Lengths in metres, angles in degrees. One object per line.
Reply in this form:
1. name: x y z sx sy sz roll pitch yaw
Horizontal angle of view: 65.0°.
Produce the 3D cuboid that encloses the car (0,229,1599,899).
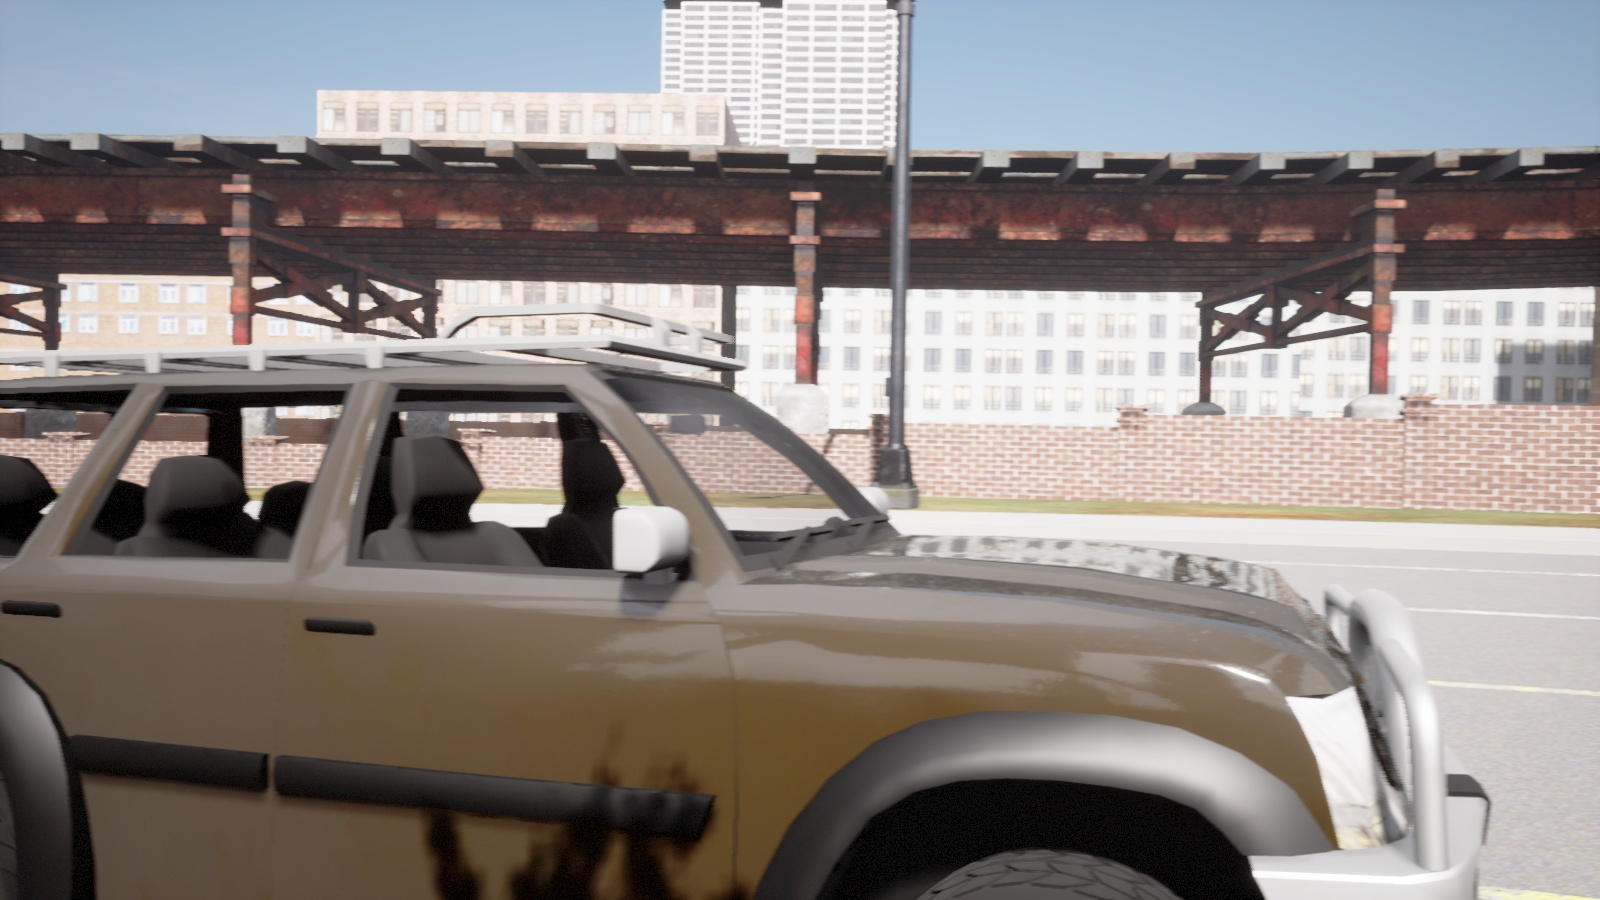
1. car: -0.559 0.576 3.519 4.605 1.855 1.932 1 0 19
